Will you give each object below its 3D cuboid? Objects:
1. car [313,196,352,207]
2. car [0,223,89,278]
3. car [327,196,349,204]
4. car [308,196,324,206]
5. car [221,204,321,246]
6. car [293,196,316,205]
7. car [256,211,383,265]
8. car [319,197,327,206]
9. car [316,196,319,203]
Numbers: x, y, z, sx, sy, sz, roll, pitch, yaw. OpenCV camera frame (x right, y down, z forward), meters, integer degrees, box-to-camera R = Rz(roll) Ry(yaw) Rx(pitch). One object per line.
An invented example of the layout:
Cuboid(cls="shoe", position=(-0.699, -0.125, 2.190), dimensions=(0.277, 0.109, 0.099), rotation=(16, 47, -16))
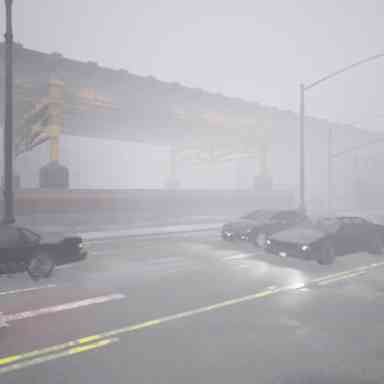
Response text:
Cuboid(cls="car", position=(21.185, 1.398, 50.273), dimensions=(4.974, 1.542, 2.038), rotation=(0, 0, -7))
Cuboid(cls="car", position=(-5.542, 1.548, 8.621), dimensions=(5.357, 1.411, 2.033), rotation=(0, 0, -36))
Cuboid(cls="car", position=(21.133, 1.241, 50.266), dimensions=(4.536, 1.218, 1.853), rotation=(0, 0, -7))
Cuboid(cls="car", position=(17.291, 1.247, 46.562), dimensions=(1.853, 1.218, 4.536), rotation=(0, 0, 18))
Cuboid(cls="car", position=(3.485, 1.492, 14.996), dimensions=(4.892, 1.490, 1.837), rotation=(0, 0, -35))
Cuboid(cls="car", position=(13.479, 1.253, 43.835), dimensions=(4.536, 1.218, 1.853), rotation=(0, 0, 8))
Cuboid(cls="car", position=(4.983, 1.535, 11.775), dimensions=(5.357, 1.411, 2.033), rotation=(0, 0, -35))
Cuboid(cls="car", position=(17.275, 1.405, 46.513), dimensions=(2.038, 1.542, 4.974), rotation=(0, 0, 18))
Cuboid(cls="car", position=(13.530, 1.410, 43.828), dimensions=(4.974, 1.542, 2.038), rotation=(0, 0, 8))
